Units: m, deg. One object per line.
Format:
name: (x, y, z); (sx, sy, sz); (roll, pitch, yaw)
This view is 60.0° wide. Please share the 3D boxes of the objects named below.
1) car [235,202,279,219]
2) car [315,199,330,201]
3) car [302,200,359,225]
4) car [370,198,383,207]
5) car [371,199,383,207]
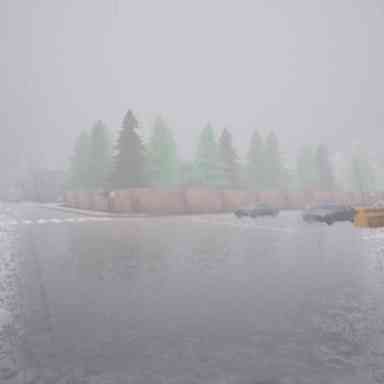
car: (5.824, 1.586, 29.629); (4.181, 1.385, 1.994); (0, 0, -35)
car: (13.829, 1.524, 35.331); (4.902, 1.511, 2.128); (0, 0, -35)
car: (10.351, 1.571, 24.262); (5.357, 1.411, 2.033); (0, 0, -35)
car: (25.190, 1.540, 43.398); (4.902, 1.511, 2.128); (0, 0, -35)
car: (18.485, 1.598, 30.052); (4.181, 1.385, 1.994); (0, 0, -35)
